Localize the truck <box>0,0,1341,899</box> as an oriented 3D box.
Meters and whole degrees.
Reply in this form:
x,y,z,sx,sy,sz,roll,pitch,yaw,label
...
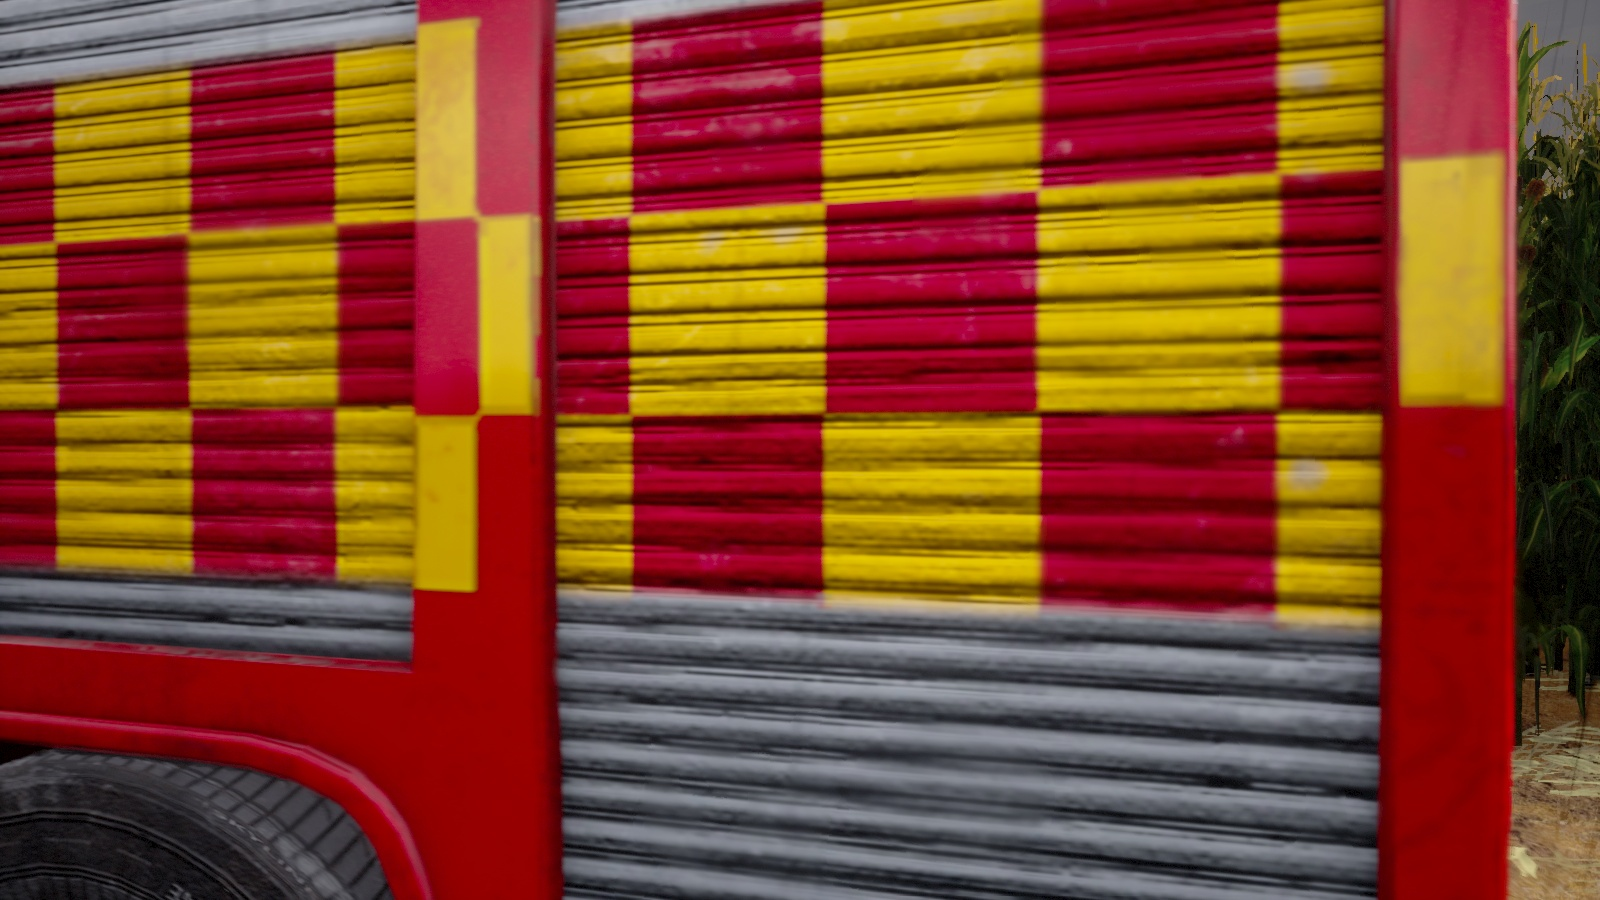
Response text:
x,y,z,sx,sy,sz,roll,pitch,yaw,label
-3.088,-0.410,3.796,8.468,3.827,2.891,1,1,19,truck
